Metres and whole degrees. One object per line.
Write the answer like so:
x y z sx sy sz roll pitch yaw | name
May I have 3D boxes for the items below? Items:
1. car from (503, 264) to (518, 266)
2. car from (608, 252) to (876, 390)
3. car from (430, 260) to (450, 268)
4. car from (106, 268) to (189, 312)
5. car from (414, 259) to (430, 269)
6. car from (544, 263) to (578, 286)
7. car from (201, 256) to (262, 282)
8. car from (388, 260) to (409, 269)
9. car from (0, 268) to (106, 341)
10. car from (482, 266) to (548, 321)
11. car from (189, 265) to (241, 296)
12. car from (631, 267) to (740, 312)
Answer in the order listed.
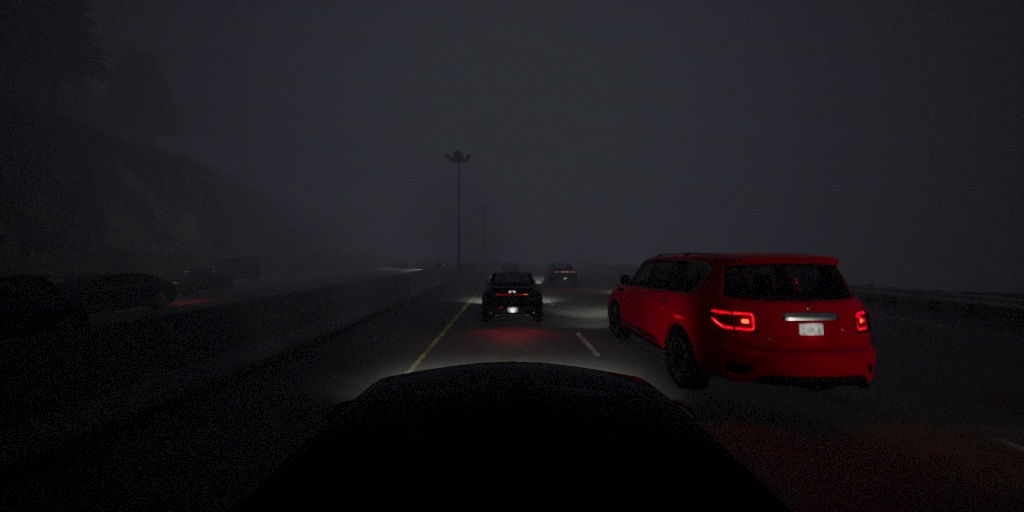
-0.143 1.328 30.626 1.994 1.385 4.181 0 0 -1 | car
3.545 0.963 6.937 2.150 2.045 5.566 0 0 0 | car
-11.034 1.315 56.382 1.837 1.490 4.892 0 0 0 | car
-14.177 1.305 12.183 1.837 1.490 4.892 0 0 -1 | car
-14.541 1.314 58.532 2.128 1.511 4.902 0 0 0 | car
3.403 1.243 25.470 2.128 1.511 4.902 0 0 0 | car
-21.307 1.052 26.759 2.150 2.045 5.566 0 0 0 | car
-18.002 1.359 58.040 1.812 1.442 4.674 0 1 0 | car
-10.626 1.136 6.127 2.097 1.767 4.553 0 0 0 | car
0.004 1.260 12.460 1.837 1.490 4.892 0 0 0 | car
-17.746 1.378 19.880 1.994 1.385 4.181 0 0 -1 | car
6.995 1.283 15.317 2.033 1.411 5.357 0 0 -1 | car
